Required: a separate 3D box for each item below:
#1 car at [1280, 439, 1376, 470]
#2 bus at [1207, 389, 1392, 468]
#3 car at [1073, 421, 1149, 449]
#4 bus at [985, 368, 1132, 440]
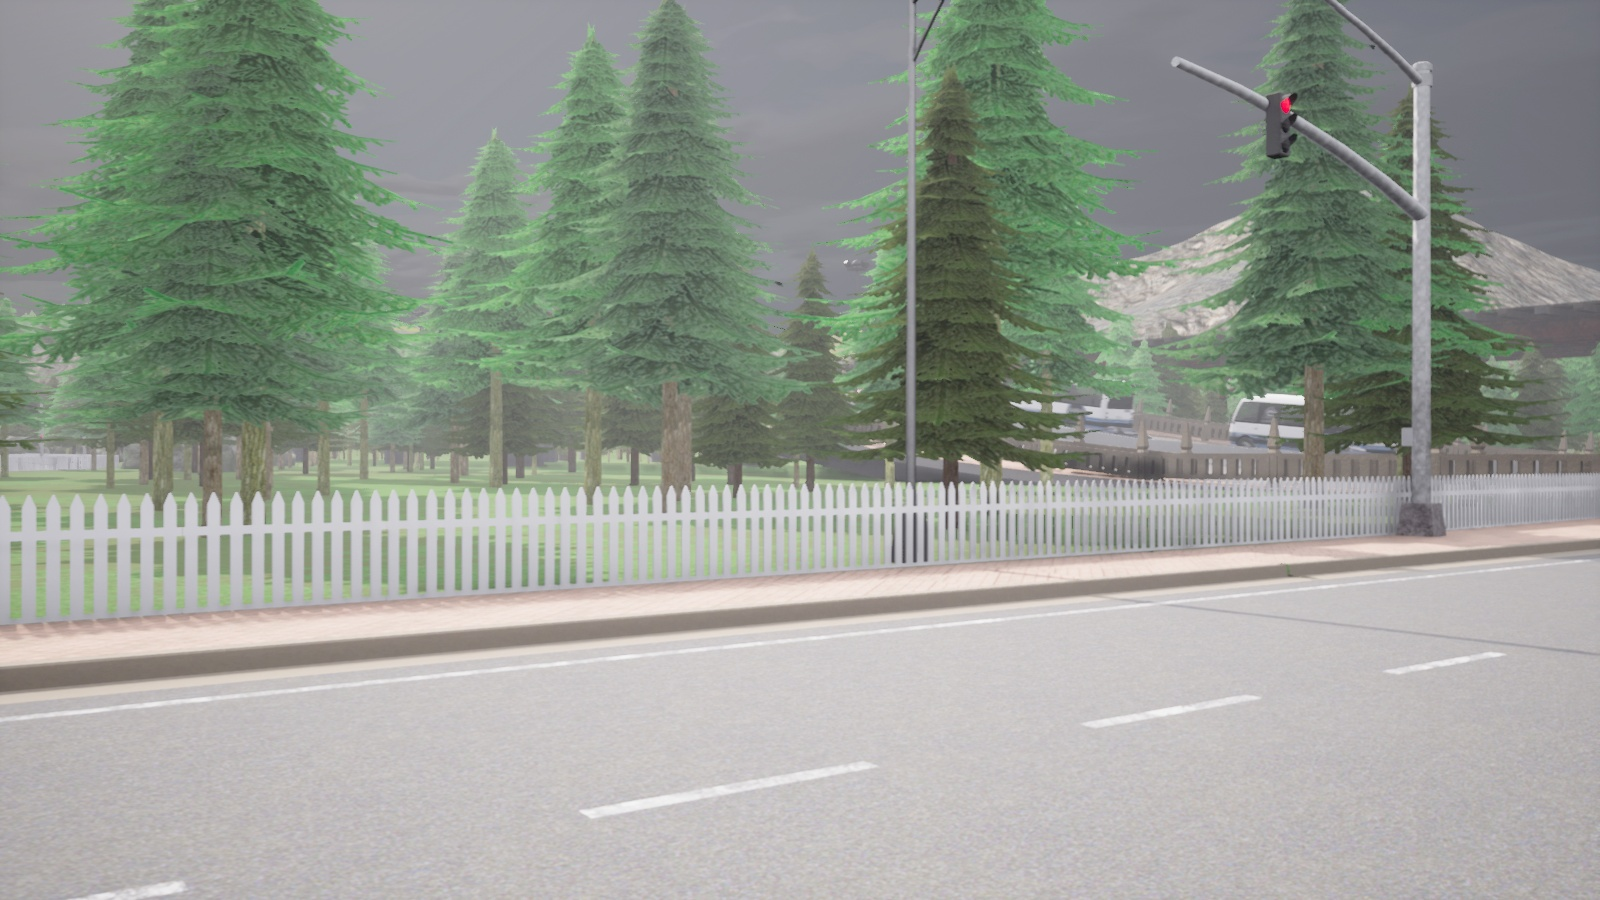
[{"bbox_3d":[31.660,0.240,75.471,2.163,1.488,4.792,0,4,-36],"label":"car"},{"bbox_3d":[31.960,-1.486,80.974,3.944,4.253,10.273,0,5,-36],"label":"bus"},{"bbox_3d":[20.850,-1.031,84.273,1.895,1.301,4.718,0,7,-36],"label":"car"},{"bbox_3d":[18.921,-3.497,92.812,3.944,4.253,10.273,0,7,-36],"label":"bus"}]
